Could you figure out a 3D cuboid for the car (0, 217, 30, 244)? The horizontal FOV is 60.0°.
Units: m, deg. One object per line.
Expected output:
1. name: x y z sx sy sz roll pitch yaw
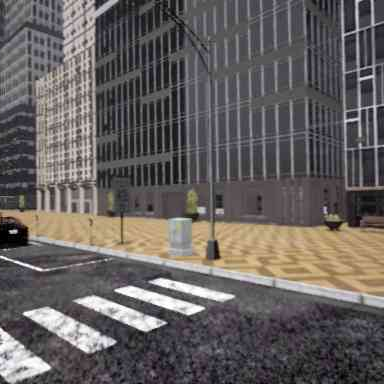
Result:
1. car: -9.632 1.896 16.594 4.313 1.339 1.947 -1 -1 43
